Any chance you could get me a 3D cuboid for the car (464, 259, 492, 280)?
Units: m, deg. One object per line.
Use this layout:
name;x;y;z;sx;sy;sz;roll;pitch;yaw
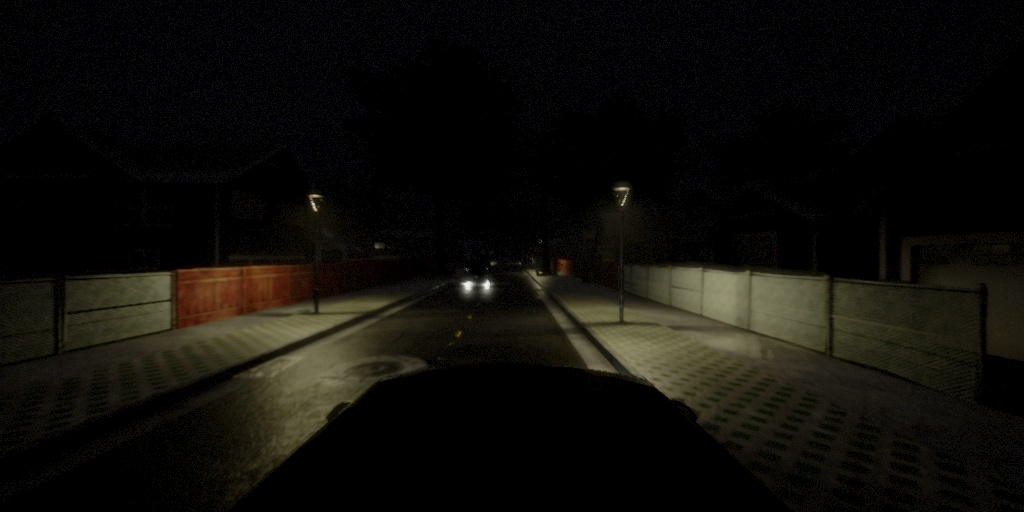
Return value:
car;-2.847;1.103;31.021;2.097;1.767;4.553;0;0;0
